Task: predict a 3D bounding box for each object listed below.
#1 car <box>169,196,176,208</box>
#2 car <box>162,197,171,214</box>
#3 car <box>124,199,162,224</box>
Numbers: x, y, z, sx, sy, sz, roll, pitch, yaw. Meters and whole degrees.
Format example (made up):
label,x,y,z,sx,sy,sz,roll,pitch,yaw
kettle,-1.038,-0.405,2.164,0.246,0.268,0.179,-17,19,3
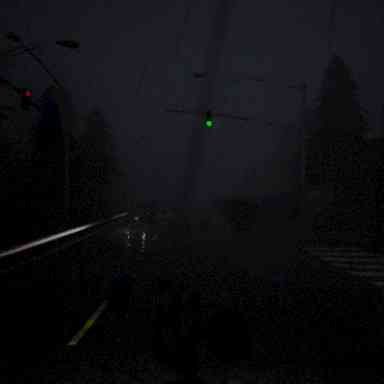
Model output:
label,x,y,z,sx,sy,sz,roll,pitch,yaw
car,-3.691,1.562,45.776,1.895,1.301,4.718,0,0,0
car,-3.691,1.517,34.794,2.033,1.411,5.357,0,0,0
car,-3.669,1.469,24.415,2.128,1.511,4.902,0,0,0
